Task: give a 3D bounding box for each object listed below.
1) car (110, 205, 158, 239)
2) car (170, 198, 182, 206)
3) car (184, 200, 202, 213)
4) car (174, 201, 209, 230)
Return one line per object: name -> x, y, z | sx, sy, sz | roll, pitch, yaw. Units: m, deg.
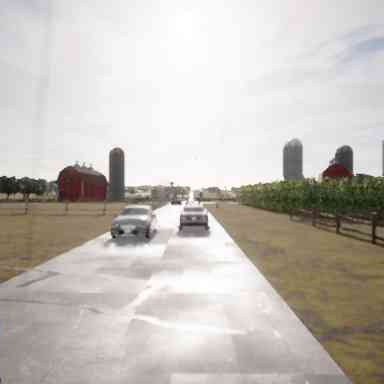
car -> -2.849, 1.463, 17.176 | 2.128, 1.511, 4.902 | 0, 0, 0
car -> -2.780, 1.752, 59.180 | 1.895, 1.301, 4.718 | 0, -1, 1
car -> 0.100, 1.622, 37.473 | 1.895, 1.301, 4.718 | 0, 0, 0
car -> 0.103, 1.520, 21.000 | 2.033, 1.411, 5.357 | 0, 0, 0
